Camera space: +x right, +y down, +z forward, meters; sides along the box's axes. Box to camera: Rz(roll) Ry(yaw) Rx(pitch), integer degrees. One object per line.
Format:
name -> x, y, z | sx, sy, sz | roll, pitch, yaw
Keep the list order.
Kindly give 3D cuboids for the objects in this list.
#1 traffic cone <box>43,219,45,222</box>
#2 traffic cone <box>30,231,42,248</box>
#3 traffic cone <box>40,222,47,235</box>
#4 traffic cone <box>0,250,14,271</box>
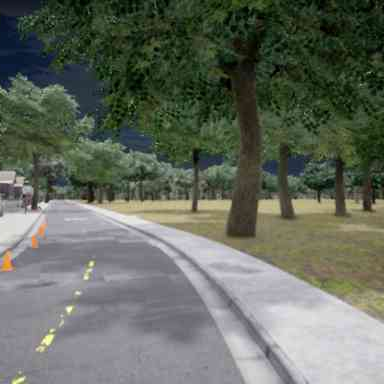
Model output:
traffic cone -> -10.657, 2.273, 23.988 | 0.340, 0.580, 0.340 | 0, -1, -22
traffic cone -> -7.014, 2.154, 14.832 | 0.340, 0.580, 0.340 | 0, -1, -19
traffic cone -> -8.769, 2.212, 19.359 | 0.340, 0.580, 0.340 | 0, -1, -22
traffic cone -> -5.689, 2.096, 10.257 | 0.340, 0.580, 0.340 | 0, -1, -13
